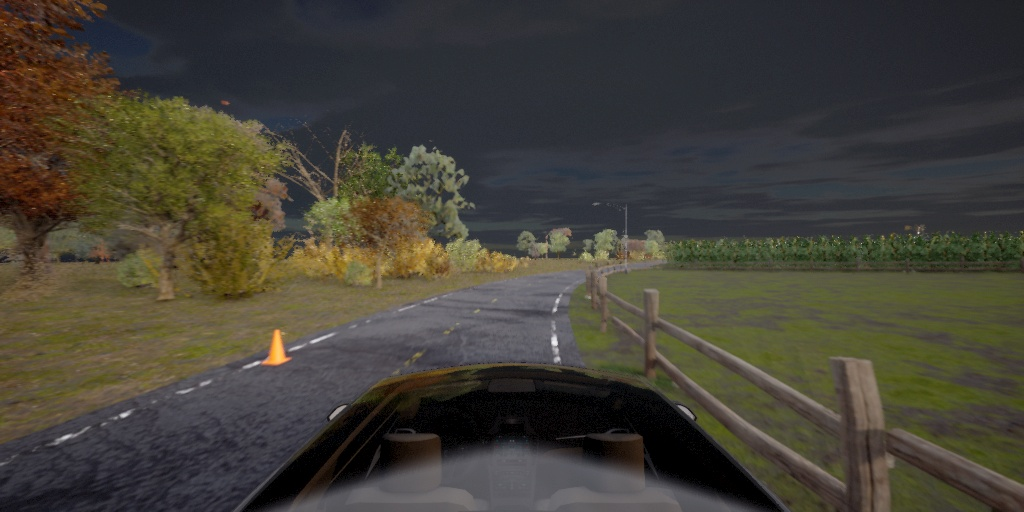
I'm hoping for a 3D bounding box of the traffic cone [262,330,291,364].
[{"bbox_3d":[-4.389,1.671,6.692,0.340,0.580,0.340,0,0,4],"label":"traffic cone"}]
